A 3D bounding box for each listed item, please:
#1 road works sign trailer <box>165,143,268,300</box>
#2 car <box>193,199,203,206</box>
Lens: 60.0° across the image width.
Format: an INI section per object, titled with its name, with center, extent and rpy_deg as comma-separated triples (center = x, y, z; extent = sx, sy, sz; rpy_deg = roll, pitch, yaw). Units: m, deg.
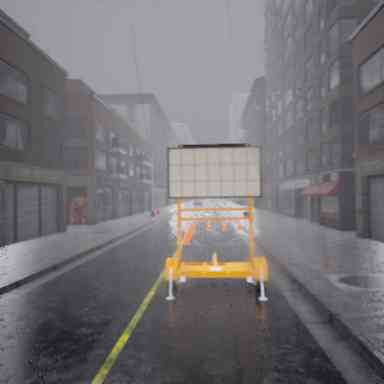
[road works sign trailer]
center = 0.590, 0.563, 8.636
extent = 2.380, 3.560, 2.880
rpy_deg = -1, -1, 3
[car]
center = 1.282, 2.211, 73.083
extent = 2.097, 1.767, 4.553
rpy_deg = -1, -1, 3
